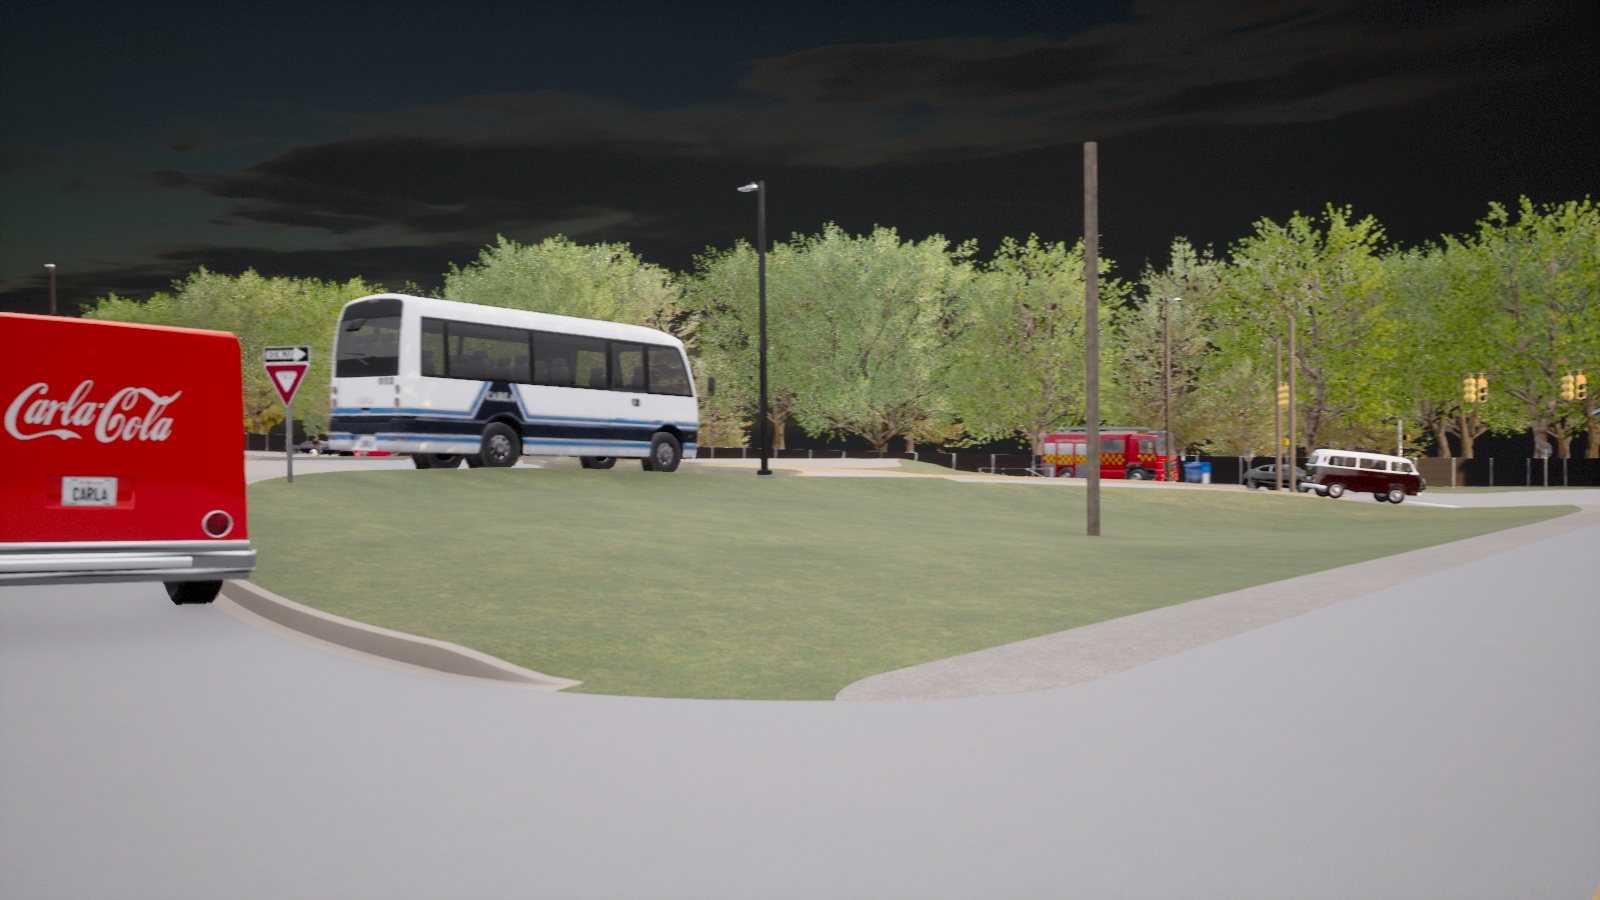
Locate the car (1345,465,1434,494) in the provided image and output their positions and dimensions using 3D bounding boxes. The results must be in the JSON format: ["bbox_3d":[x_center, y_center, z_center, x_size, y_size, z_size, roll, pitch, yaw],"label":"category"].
[{"bbox_3d":[33.337,1.632,71.150,1.812,1.442,4.674,-1,1,-19],"label":"car"}]

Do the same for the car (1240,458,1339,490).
[{"bbox_3d":[28.445,1.389,73.169,2.152,1.651,5.027,-1,2,-34],"label":"car"}]

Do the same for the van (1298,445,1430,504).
[{"bbox_3d":[23.711,1.020,52.947,4.480,2.038,2.069,5,1,5],"label":"van"}]

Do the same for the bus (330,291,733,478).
[{"bbox_3d":[-6.786,-1.428,33.792,3.944,4.253,10.273,1,-1,40],"label":"bus"}]

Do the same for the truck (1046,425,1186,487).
[{"bbox_3d":[20.598,0.321,82.136,8.468,3.827,2.891,1,2,40],"label":"truck"}]

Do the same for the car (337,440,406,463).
[{"bbox_3d":[-30.371,0.124,89.155,2.007,1.525,4.514,0,-2,24],"label":"car"}]

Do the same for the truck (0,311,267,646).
[{"bbox_3d":[-7.096,0.079,11.590,2.627,2.467,5.204,2,2,-38],"label":"truck"}]
